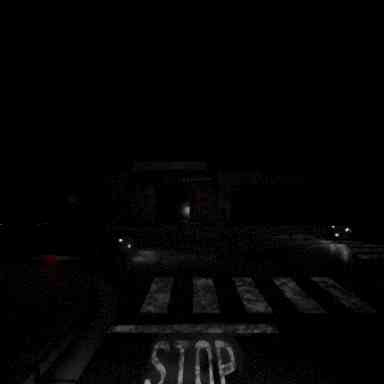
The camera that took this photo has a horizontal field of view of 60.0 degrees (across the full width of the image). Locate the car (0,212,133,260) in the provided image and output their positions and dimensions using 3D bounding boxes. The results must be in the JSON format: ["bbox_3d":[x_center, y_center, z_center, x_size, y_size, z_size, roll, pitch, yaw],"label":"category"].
[{"bbox_3d":[-4.898,1.562,11.821,5.357,1.411,2.033,-1,-1,0],"label":"car"}]

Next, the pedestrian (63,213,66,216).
[{"bbox_3d":[-6.781,1.666,17.692,0.500,1.100,0.500,0,0,0],"label":"pedestrian"}]

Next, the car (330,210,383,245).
[{"bbox_3d":[9.068,1.485,14.680,5.357,1.411,2.033,-1,-1,0],"label":"car"}]
